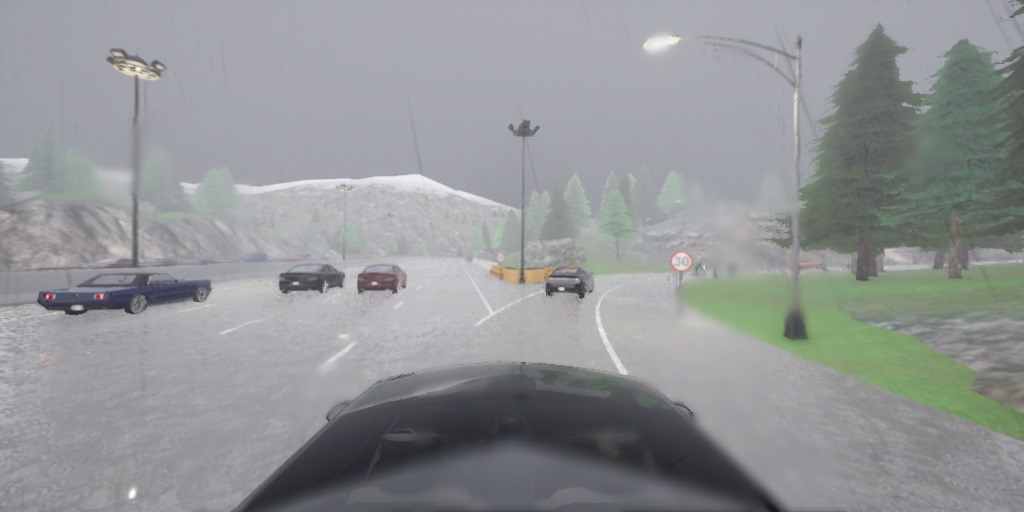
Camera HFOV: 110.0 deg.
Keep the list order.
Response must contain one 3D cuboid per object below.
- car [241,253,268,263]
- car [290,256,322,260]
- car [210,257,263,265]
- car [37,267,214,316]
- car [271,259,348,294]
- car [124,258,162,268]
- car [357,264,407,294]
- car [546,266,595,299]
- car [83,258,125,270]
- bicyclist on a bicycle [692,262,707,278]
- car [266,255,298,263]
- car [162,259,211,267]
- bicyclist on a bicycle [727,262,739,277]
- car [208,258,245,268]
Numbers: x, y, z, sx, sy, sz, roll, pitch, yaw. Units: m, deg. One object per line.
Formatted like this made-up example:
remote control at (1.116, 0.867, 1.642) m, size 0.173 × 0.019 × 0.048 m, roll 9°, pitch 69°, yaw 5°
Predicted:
car at (-36.641, 0.596, 50.903) m, size 2.150 × 2.045 × 5.566 m, roll 1°, pitch 0°, yaw -8°
car at (-29.738, 1.010, 51.959) m, size 1.994 × 1.385 × 4.181 m, roll 1°, pitch 0°, yaw -8°
car at (-27.318, 1.034, 35.793) m, size 1.994 × 1.385 × 4.181 m, roll 1°, pitch 0°, yaw -8°
car at (-12.989, 1.217, 12.640) m, size 1.895 × 1.301 × 4.718 m, roll 1°, pitch 0°, yaw -9°
car at (-10.435, 1.121, 19.119) m, size 1.882 × 1.535 × 5.008 m, roll 1°, pitch 0°, yaw -9°
car at (-34.231, 0.962, 34.720) m, size 1.994 × 1.385 × 4.181 m, roll 1°, pitch 0°, yaw -8°
car at (-6.974, 1.157, 19.643) m, size 1.882 × 1.535 × 5.008 m, roll 1°, pitch 0°, yaw -9°
car at (3.104, 1.276, 18.500) m, size 2.128 × 1.511 × 4.902 m, roll 0°, pitch 0°, yaw 20°
car at (-37.667, 0.887, 34.055) m, size 1.812 × 1.442 × 4.674 m, roll 1°, pitch 0°, yaw -8°
bicyclist on a bicycle at (18.922, 1.403, 36.165) m, size 1.656 × 1.620 × 0.582 m, roll 1°, pitch 0°, yaw -7°
car at (-33.330, 0.973, 52.366) m, size 1.994 × 1.385 × 4.181 m, roll 1°, pitch 0°, yaw -8°
car at (-30.771, 0.981, 35.218) m, size 2.033 × 1.411 × 5.357 m, roll 1°, pitch 0°, yaw -8°
bicyclist on a bicycle at (24.073, 1.433, 39.088) m, size 0.582 × 1.620 × 1.656 m, roll 0°, pitch -3°, yaw -9°
car at (-40.109, 0.939, 50.473) m, size 1.895 × 1.301 × 4.718 m, roll 1°, pitch 0°, yaw -8°
